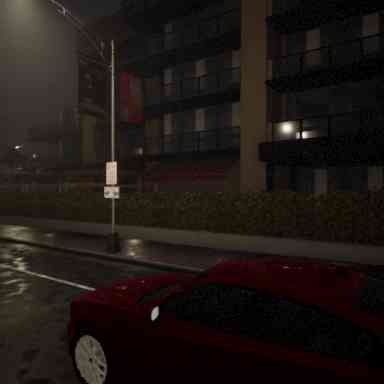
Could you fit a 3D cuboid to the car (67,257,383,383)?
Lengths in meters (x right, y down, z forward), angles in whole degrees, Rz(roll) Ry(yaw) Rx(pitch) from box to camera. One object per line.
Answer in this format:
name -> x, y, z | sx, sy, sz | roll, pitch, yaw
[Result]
car -> 0.713, 1.478, 3.551 | 5.008, 1.535, 1.882 | 0, 0, 35
